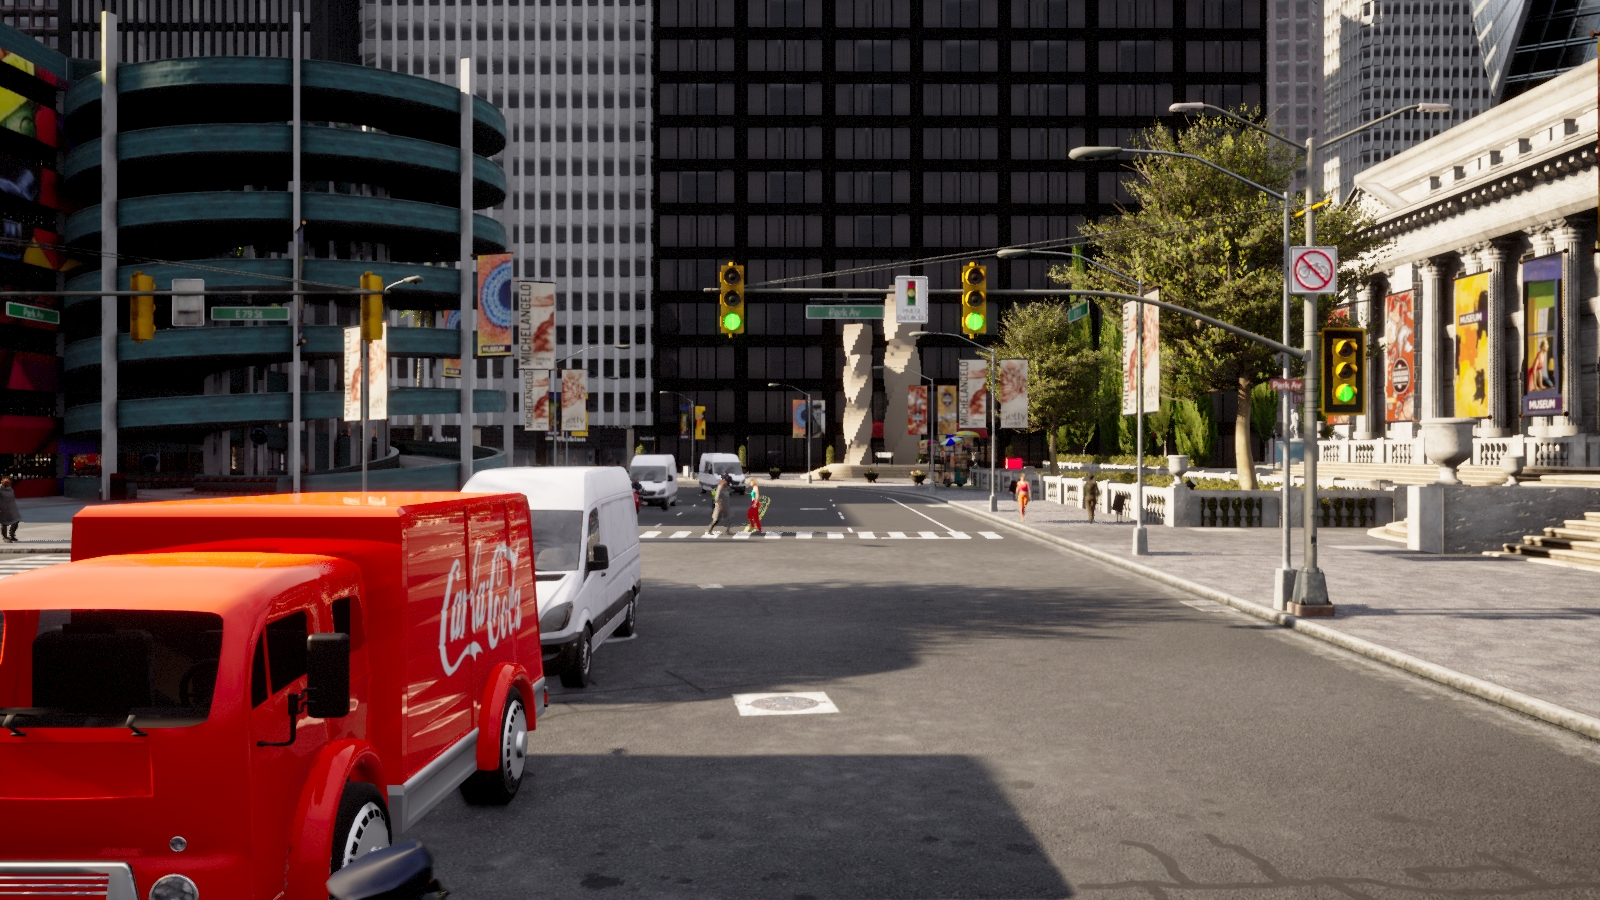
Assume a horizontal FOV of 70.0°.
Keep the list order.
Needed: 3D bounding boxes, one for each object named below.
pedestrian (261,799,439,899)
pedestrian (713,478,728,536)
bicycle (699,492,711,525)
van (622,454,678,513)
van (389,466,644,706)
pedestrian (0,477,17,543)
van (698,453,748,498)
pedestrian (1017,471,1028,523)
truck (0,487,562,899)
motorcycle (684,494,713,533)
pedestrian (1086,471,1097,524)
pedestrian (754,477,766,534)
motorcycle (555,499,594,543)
[{"bbox_3d":[-1.085,1.847,2.760,0.375,1.860,0.375,0,0,-23],"label":"pedestrian"},{"bbox_3d":[-2.580,1.835,37.177,0.375,1.860,0.375,0,0,23],"label":"pedestrian"},{"bbox_3d":[-3.555,2.195,42.953,0.329,1.171,1.835,0,0,-1],"label":"bicycle"},{"bbox_3d":[-7.066,1.513,54.404,1.988,2.561,5.915,0,1,-1],"label":"van"},{"bbox_3d":[-3.510,1.529,15.489,1.988,2.561,5.915,0,0,0],"label":"van"},{"bbox_3d":[-22.495,1.686,32.362,0.375,1.860,0.375,0,0,17],"label":"pedestrian"},{"bbox_3d":[-4.833,1.505,70.909,1.988,2.561,5.915,0,1,-15],"label":"van"},{"bbox_3d":[8.026,1.680,41.158,0.375,1.860,0.375,0,0,10],"label":"pedestrian"},{"bbox_3d":[-3.498,1.567,7.868,2.627,2.467,5.204,0,0,0],"label":"truck"},{"bbox_3d":[-3.469,2.168,39.313,0.856,1.236,1.805,0,0,-1],"label":"motorcycle"},{"bbox_3d":[10.396,1.682,40.787,0.375,1.860,0.375,0,0,15],"label":"pedestrian"},{"bbox_3d":[-1.326,1.835,37.945,0.375,1.860,0.375,0,0,-5],"label":"pedestrian"},{"bbox_3d":[-6.928,2.170,35.240,0.856,1.236,1.805,0,0,0],"label":"motorcycle"}]
